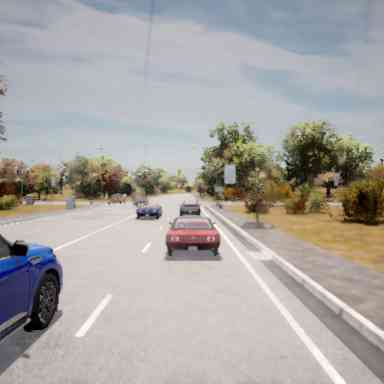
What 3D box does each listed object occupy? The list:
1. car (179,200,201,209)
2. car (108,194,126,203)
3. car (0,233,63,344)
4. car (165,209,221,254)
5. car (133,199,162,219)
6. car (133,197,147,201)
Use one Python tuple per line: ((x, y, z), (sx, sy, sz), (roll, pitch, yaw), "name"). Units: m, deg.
((-0.169, 1.481, 30.453), (2.128, 1.511, 4.902), (0, 0, -1), "car")
((-10.980, 0.995, 48.953), (2.097, 1.767, 4.553), (0, 0, -1), "car")
((-3.419, 1.220, 3.710), (2.150, 2.045, 5.566), (0, 0, 0), "car")
((0.014, 1.596, 13.342), (1.895, 1.301, 4.718), (0, 0, -1), "car")
((-3.656, 1.592, 29.238), (1.895, 1.301, 4.718), (0, 0, -1), "car")
((-7.480, 1.485, 48.964), (1.837, 1.490, 4.892), (0, 0, -1), "car")
